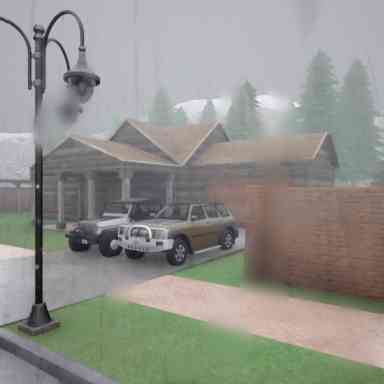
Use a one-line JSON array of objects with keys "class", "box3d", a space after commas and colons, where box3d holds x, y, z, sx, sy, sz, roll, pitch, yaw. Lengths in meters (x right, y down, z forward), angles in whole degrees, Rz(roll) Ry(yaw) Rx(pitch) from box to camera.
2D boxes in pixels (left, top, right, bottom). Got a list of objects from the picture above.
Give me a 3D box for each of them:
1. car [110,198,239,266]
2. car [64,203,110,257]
[{"class": "car", "box3d": [-0.223, 1.174, 11.132, 1.932, 1.855, 4.605, 0, 0, 35]}, {"class": "car", "box3d": [-2.510, 1.176, 12.247, 1.905, 1.878, 3.866, 0, 0, 35]}]
